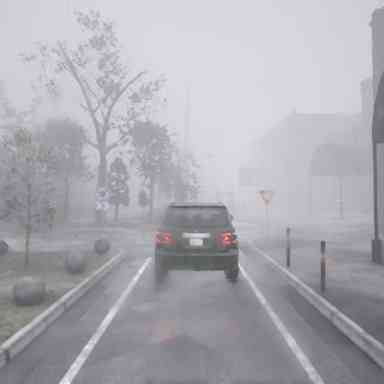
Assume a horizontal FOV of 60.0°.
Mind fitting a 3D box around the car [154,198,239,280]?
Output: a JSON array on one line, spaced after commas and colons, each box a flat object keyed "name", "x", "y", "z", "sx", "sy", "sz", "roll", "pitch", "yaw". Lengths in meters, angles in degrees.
[{"name": "car", "x": 0.157, "y": 1.313, "z": 10.384, "sx": 2.150, "sy": 2.045, "sz": 5.566, "roll": 0, "pitch": -1, "yaw": 1}]

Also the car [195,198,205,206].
[{"name": "car", "x": 1.758, "y": 2.238, "z": 74.921, "sx": 2.128, "sy": 1.511, "sz": 4.902, "roll": 0, "pitch": 0, "yaw": 3}]

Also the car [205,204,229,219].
[{"name": "car", "x": 2.846, "y": 2.297, "z": 39.614, "sx": 2.128, "sy": 1.511, "sz": 4.902, "roll": 0, "pitch": -1, "yaw": -5}]
